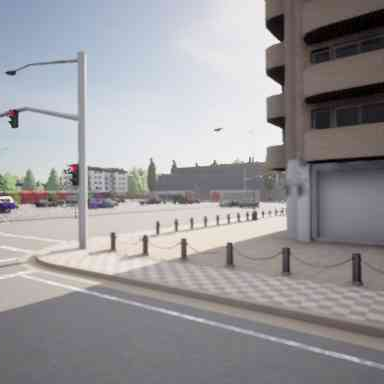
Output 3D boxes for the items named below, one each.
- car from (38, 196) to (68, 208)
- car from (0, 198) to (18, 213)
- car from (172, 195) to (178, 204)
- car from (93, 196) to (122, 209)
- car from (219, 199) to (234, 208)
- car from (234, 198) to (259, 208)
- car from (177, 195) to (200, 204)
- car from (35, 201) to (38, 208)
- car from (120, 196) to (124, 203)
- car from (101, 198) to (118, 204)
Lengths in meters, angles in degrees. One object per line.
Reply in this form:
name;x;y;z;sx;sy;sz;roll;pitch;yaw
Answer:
car;-28.854;1.899;69.118;1.932;1.855;4.605;-1;0;36
car;-28.582;2.021;50.432;1.970;1.475;3.806;-1;0;36
car;-2.689;1.687;71.927;1.905;1.878;3.866;-1;0;36
car;-15.082;1.957;59.324;1.970;1.475;3.806;-1;0;36
car;6.319;1.840;55.417;2.128;1.511;4.902;-1;-1;36
car;9.166;1.817;53.381;1.837;1.490;4.892;-1;-1;36
car;-0.371;1.653;70.193;1.932;1.855;4.605;-1;0;36
car;-31.166;2.141;70.860;1.784;1.438;3.905;-1;0;36
car;-18.641;1.901;83.354;1.905;1.878;3.866;-1;0;36
car;-20.983;2.171;85.052;1.970;1.475;3.806;-1;0;36
